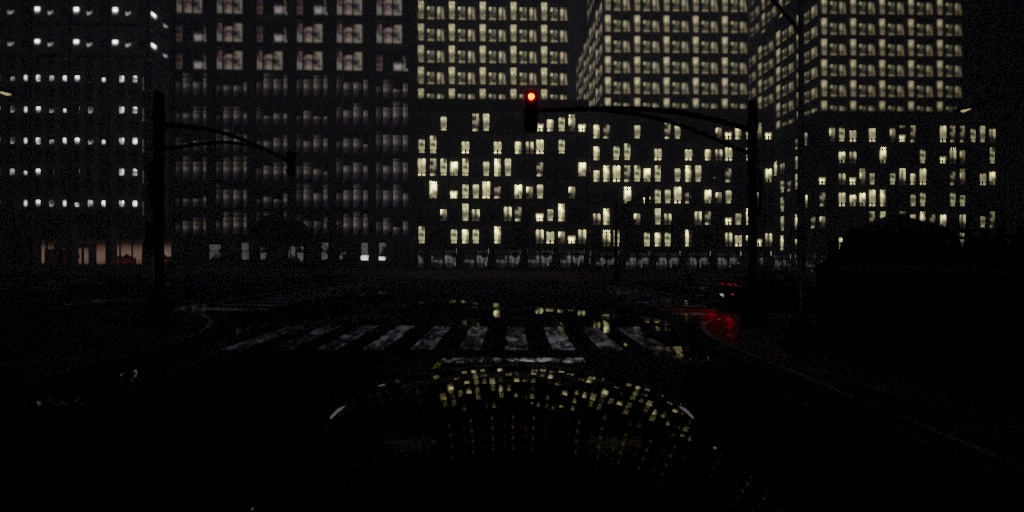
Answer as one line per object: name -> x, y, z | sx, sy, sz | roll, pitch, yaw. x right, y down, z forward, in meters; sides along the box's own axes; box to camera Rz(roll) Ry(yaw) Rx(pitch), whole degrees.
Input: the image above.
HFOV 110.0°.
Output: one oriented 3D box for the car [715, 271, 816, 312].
car -> 10.781, 1.365, 14.341 | 4.902, 1.511, 2.128 | 1, 0, -2
